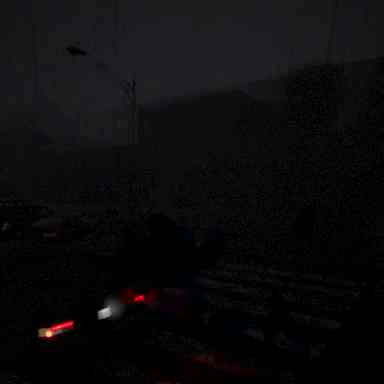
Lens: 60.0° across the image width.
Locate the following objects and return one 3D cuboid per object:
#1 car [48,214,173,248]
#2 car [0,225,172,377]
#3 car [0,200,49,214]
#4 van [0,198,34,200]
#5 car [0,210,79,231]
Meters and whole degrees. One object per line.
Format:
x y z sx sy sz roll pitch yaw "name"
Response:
-2.125 1.520 10.969 2.163 1.488 4.792 1 -1 15 "car"
-3.105 1.548 5.594 5.357 1.411 2.033 0 0 36 "car"
-7.003 1.366 14.447 2.185 1.767 4.553 0 -1 15 "car"
-9.393 1.268 16.323 1.878 1.987 4.442 0 -1 15 "van"
-4.570 1.531 12.739 2.002 1.452 4.674 0 -1 16 "car"
